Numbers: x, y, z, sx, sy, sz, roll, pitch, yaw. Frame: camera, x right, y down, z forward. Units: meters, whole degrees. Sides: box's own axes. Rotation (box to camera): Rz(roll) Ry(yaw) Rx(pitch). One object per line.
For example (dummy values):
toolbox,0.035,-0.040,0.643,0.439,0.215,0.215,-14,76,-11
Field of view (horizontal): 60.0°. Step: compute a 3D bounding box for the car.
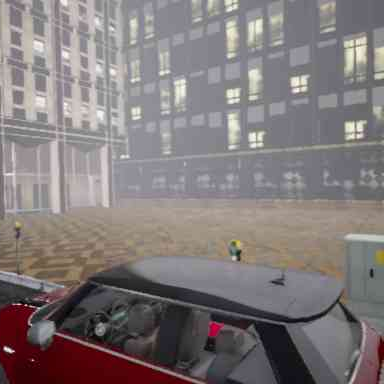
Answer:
car,-0.406,1.363,3.181,4.097,1.590,1.967,0,2,33
